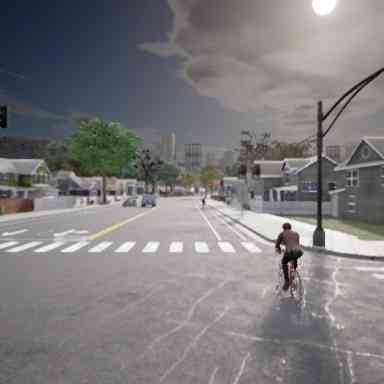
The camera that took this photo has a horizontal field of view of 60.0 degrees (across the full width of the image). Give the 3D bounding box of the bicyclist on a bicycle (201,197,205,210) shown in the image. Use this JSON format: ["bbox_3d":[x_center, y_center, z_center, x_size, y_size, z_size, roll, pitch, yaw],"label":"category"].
[{"bbox_3d":[1.627,1.623,47.417,0.659,1.776,1.843,0,0,0],"label":"bicyclist on a bicycle"}]

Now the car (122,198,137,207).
[{"bbox_3d":[-10.486,1.769,56.195,1.812,1.442,4.674,0,0,-1],"label":"car"}]

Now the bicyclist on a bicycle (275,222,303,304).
[{"bbox_3d":[2.143,1.509,7.368,0.582,1.620,1.656,1,-1,-1],"label":"bicyclist on a bicycle"}]

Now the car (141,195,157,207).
[{"bbox_3d":[-7.235,1.478,56.207,2.150,2.045,5.566,0,0,-1],"label":"car"}]
